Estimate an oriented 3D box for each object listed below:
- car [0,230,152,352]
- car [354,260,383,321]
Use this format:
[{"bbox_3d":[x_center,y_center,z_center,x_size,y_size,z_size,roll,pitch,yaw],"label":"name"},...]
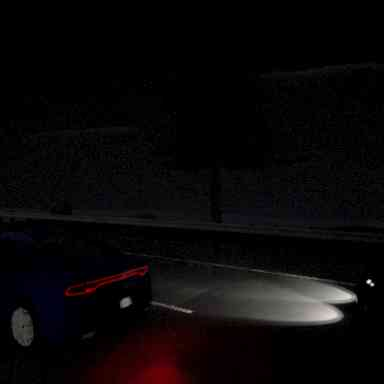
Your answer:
[{"bbox_3d":[-3.033,1.445,6.172,5.008,1.535,1.882,0,0,33],"label":"car"},{"bbox_3d":[4.736,1.472,4.896,4.181,1.385,1.994,0,1,37],"label":"car"}]
